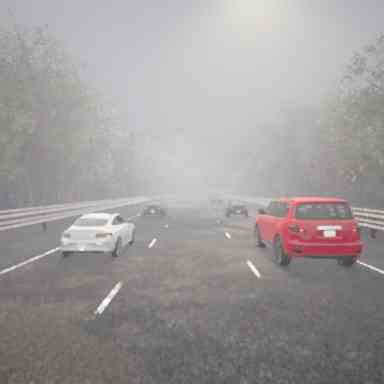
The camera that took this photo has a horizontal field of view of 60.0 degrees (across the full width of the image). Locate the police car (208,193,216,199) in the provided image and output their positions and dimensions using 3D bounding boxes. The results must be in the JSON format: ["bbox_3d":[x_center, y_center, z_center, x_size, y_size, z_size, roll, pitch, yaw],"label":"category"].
[{"bbox_3d":[5.484,1.161,90.932,2.038,1.542,4.974,0,0,2],"label":"police car"}]

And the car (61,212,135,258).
[{"bbox_3d":[-3.350,1.482,12.470,1.812,1.442,4.674,0,0,0],"label":"car"}]

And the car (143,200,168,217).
[{"bbox_3d":[-3.189,1.421,29.410,1.812,1.442,4.674,0,0,1],"label":"car"}]

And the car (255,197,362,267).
[{"bbox_3d":[3.641,1.182,11.438,2.150,2.045,5.566,0,0,0],"label":"car"}]

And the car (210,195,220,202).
[{"bbox_3d":[4.653,1.346,69.068,1.895,1.301,4.718,0,0,2],"label":"car"}]

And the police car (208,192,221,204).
[{"bbox_3d":[4.320,1.294,58.088,2.038,1.542,4.974,0,0,2],"label":"police car"}]

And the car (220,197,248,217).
[{"bbox_3d":[3.825,1.422,29.482,1.812,1.442,4.674,0,0,1],"label":"car"}]

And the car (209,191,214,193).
[{"bbox_3d":[5.041,0.922,80.015,2.150,2.045,5.566,0,0,2],"label":"car"}]
